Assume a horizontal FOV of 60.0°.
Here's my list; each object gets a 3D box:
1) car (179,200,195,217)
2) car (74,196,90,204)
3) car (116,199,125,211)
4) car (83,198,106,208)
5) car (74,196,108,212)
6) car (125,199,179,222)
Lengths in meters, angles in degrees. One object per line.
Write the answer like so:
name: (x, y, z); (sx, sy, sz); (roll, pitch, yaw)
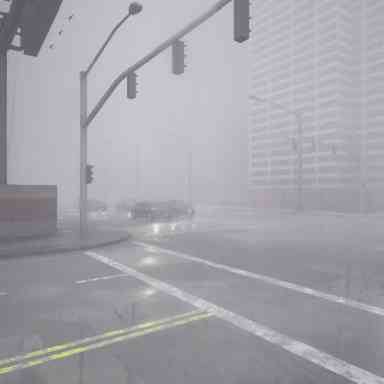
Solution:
car: (-1.628, 1.492, 30.488); (2.128, 1.511, 4.902); (0, 0, -35)
car: (-21.554, 1.526, 65.107); (1.812, 1.442, 4.674); (0, 0, -35)
car: (-7.341, 1.526, 38.588); (1.812, 1.442, 4.674); (0, 0, -35)
car: (-14.210, 1.601, 48.334); (1.895, 1.301, 4.718); (0, 0, -35)
car: (-11.467, 1.547, 38.353); (2.033, 1.411, 5.357); (0, 0, -35)
car: (-3.340, 1.505, 26.846); (1.837, 1.490, 4.892); (0, 0, -35)
